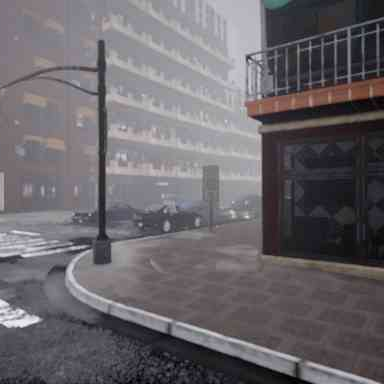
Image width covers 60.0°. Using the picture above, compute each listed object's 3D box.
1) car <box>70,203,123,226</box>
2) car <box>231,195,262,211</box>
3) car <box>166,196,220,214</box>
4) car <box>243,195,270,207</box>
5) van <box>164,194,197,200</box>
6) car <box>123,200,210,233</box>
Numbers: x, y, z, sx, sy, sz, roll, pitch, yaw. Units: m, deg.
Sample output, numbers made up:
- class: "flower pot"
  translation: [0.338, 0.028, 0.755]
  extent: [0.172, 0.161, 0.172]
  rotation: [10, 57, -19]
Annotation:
- class: "car"
  translation: [-5.179, 1.363, 20.901]
  extent: [1.895, 1.301, 4.718]
  rotation: [0, 0, 33]
- class: "car"
  translation: [6.141, 1.073, 36.692]
  extent: [2.097, 1.767, 4.553]
  rotation: [0, 0, 35]
- class: "car"
  translation: [0.457, 1.288, 28.761]
  extent: [2.033, 1.411, 5.357]
  rotation: [0, 0, 35]
- class: "car"
  translation: [8.703, 1.162, 44.483]
  extent: [1.967, 1.590, 4.097]
  rotation: [0, 0, 36]
- class: "van"
  translation: [-1.038, 1.095, 30.903]
  extent: [1.690, 1.788, 3.998]
  rotation: [0, 0, 36]
- class: "car"
  translation: [-1.127, 1.279, 17.259]
  extent: [2.008, 1.369, 4.403]
  rotation: [0, 0, 36]
